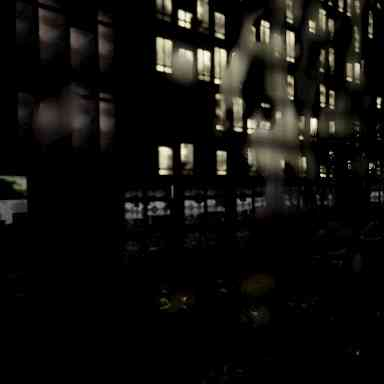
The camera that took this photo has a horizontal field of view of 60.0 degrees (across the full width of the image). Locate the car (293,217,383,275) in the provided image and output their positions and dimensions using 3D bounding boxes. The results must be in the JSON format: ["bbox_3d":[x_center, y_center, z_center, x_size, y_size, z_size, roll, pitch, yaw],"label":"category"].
[{"bbox_3d":[4.883,1.475,10.047,4.403,1.369,2.008,-1,0,-35],"label":"car"}]

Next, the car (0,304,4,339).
[{"bbox_3d":[-4.373,1.595,3.450,4.206,1.307,1.802,-1,0,-35],"label":"car"}]
